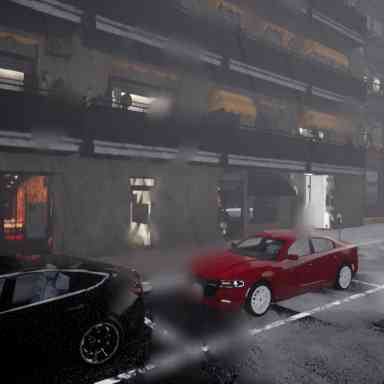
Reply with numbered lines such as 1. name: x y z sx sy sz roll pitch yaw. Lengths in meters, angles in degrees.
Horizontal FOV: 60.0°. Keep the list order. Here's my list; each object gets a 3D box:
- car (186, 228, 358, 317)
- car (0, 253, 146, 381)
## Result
1. car: 1.944 1.546 7.476 4.507 1.381 1.887 0 1 -35
2. car: -2.673 1.566 4.184 4.313 1.339 1.947 0 1 -35
